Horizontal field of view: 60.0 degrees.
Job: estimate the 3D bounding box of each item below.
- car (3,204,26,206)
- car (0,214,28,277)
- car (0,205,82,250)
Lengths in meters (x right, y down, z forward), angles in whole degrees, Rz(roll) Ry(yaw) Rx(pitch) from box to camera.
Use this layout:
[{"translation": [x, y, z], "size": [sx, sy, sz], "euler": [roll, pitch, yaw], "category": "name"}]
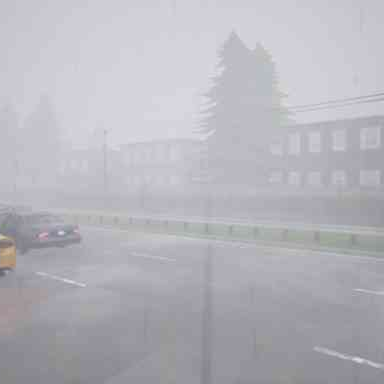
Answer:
[{"translation": [-11.166, 1.415, 20.557], "size": [4.181, 1.385, 1.994], "euler": [0, 0, 36], "category": "car"}, {"translation": [-6.592, 1.404, 8.696], "size": [5.008, 1.535, 1.882], "euler": [0, 0, 36], "category": "car"}, {"translation": [-6.573, 1.456, 12.981], "size": [5.357, 1.411, 2.033], "euler": [0, 0, 35], "category": "car"}]
